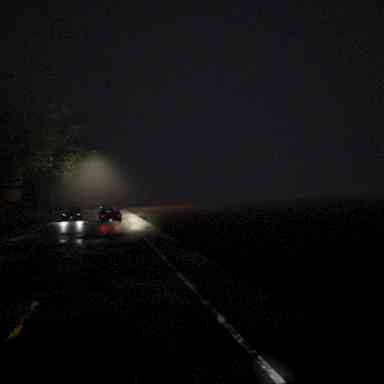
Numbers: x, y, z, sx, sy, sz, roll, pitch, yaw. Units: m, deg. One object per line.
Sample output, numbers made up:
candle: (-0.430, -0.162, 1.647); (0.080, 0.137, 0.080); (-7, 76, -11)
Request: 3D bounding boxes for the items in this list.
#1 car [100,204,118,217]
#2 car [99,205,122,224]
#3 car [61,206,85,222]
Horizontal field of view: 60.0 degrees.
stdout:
car: (-10.203, 2.254, 40.686); (1.994, 1.385, 4.181); (-1, -1, -15)
car: (-7.342, 2.100, 29.896); (1.895, 1.301, 4.718); (-1, -1, -15)
car: (-12.220, 2.198, 34.280); (1.812, 1.442, 4.674); (-1, -1, -15)
